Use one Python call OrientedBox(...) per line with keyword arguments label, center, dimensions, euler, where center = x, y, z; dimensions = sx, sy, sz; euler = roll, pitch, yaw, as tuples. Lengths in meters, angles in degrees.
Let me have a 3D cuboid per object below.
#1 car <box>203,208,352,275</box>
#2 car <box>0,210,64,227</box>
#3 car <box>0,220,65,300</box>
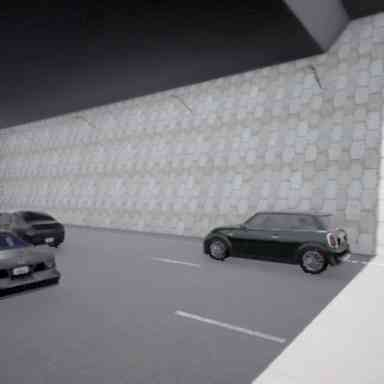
OrientedBox(label="car", center=(2.561, 1.367, 10.748), dimensions=(4.553, 1.767, 2.097), euler=(0, 0, 36))
OrientedBox(label="car", center=(-7.100, 1.487, 13.413), dimensions=(4.892, 1.490, 1.837), euler=(0, 0, 36))
OrientedBox(label="car", center=(-5.287, 1.533, 7.793), dimensions=(5.357, 1.411, 2.033), euler=(0, 0, 36))
